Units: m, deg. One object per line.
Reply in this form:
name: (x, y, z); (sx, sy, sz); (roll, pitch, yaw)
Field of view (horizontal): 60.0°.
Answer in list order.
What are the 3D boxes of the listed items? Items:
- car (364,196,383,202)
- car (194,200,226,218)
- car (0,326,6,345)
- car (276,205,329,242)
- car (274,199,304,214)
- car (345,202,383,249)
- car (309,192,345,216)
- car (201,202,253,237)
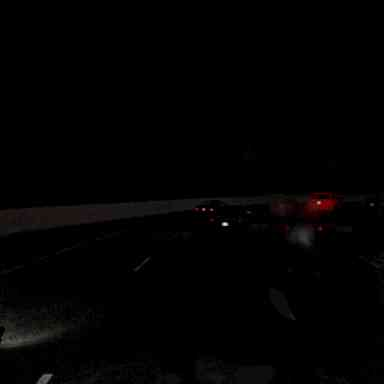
car: (17.460, 1.182, 31.237); (2.097, 1.767, 4.553); (0, 0, 41)
car: (2.070, 1.396, 27.908); (2.033, 1.411, 5.357); (0, 0, 27)
car: (-3.373, 1.537, 1.828); (2.033, 1.411, 5.357); (0, 0, 1)
car: (5.113, 1.514, 15.846); (1.895, 1.301, 4.718); (0, 0, 14)
car: (9.616, 1.387, 32.624); (1.994, 1.385, 4.181); (0, 0, 37)
car: (8.306, 1.415, 14.011); (2.128, 1.511, 4.902); (0, 0, 12)
car: (12.773, 1.051, 31.266); (2.150, 2.045, 5.566); (0, 0, 38)
car: (2.069, 1.469, 17.453); (1.994, 1.385, 4.181); (0, 0, 15)
